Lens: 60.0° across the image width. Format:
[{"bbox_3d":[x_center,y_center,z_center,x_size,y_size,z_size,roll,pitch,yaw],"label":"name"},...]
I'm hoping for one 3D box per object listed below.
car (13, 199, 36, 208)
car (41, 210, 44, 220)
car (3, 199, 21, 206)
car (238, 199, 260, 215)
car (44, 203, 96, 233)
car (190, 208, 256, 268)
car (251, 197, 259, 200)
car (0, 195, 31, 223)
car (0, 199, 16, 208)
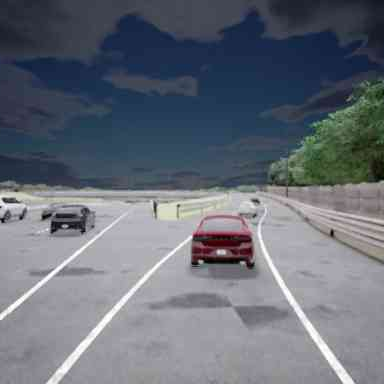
[{"bbox_3d":[-29.613,2.018,59.137,2.128,1.511,4.902,0,-1,-7],"label":"car"},{"bbox_3d":[-11.542,1.665,28.933,1.994,1.385,4.181,0,-1,-7],"label":"car"},{"bbox_3d":[-38.131,2.299,70.559,1.812,1.442,4.674,0,-2,-7],"label":"car"},{"bbox_3d":[5.770,1.763,34.563,1.812,1.442,4.674,0,0,14],"label":"car"},{"bbox_3d":[-6.945,1.545,19.777,1.837,1.490,4.892,0,0,-7],"label":"car"},{"bbox_3d":[1.094,1.528,11.570,1.882,1.535,5.008,0,-1,7],"label":"car"},{"bbox_3d":[11.815,1.654,62.786,1.837,1.490,4.892,0,1,10],"label":"car"},{"bbox_3d":[-14.640,1.269,25.586,2.150,2.045,5.566,0,-1,-7],"label":"car"},{"bbox_3d":[-33.028,1.985,58.243,2.128,1.511,4.902,0,-1,-7],"label":"car"}]
